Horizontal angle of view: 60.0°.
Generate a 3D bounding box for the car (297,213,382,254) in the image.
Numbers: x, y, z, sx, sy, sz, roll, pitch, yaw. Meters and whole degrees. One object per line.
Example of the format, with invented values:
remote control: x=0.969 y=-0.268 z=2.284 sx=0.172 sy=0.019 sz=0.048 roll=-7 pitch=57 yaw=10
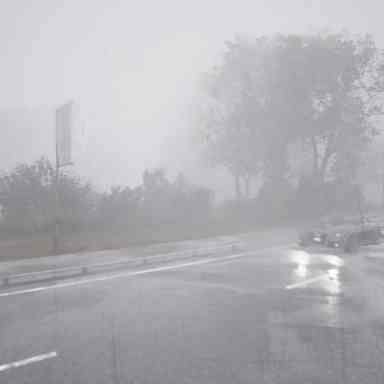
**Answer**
car: x=6.121 y=1.569 z=13.680 sx=4.181 sy=1.385 sz=1.994 roll=0 pitch=0 yaw=-42
